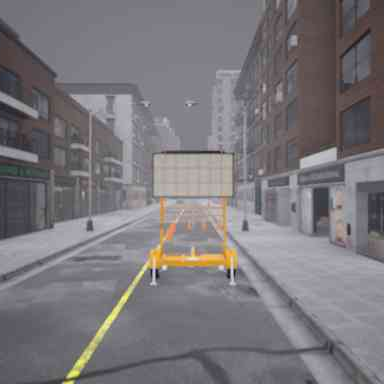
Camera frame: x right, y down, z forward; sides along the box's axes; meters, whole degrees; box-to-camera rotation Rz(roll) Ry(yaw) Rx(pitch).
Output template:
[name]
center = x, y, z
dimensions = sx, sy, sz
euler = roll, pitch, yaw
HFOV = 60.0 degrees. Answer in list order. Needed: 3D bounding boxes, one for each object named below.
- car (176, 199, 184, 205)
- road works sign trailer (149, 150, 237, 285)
[car]
center = -2.734, 2.346, 76.918
dimensions = 2.033, 1.411, 5.357
euler = 0, -1, 0
[road works sign trailer]
center = 0.032, 0.574, 9.849
dimensions = 2.380, 3.560, 2.880
euler = 0, -1, 0
